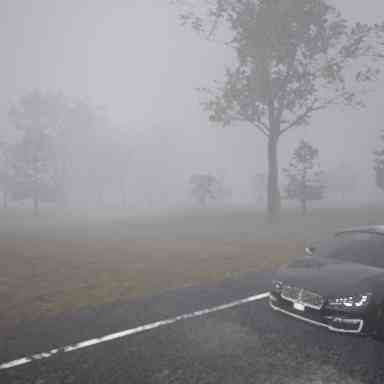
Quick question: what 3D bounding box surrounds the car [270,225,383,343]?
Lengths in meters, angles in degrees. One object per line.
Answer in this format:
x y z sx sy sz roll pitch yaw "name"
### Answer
3.589 1.463 6.449 4.892 1.490 1.837 -1 0 -36 "car"
